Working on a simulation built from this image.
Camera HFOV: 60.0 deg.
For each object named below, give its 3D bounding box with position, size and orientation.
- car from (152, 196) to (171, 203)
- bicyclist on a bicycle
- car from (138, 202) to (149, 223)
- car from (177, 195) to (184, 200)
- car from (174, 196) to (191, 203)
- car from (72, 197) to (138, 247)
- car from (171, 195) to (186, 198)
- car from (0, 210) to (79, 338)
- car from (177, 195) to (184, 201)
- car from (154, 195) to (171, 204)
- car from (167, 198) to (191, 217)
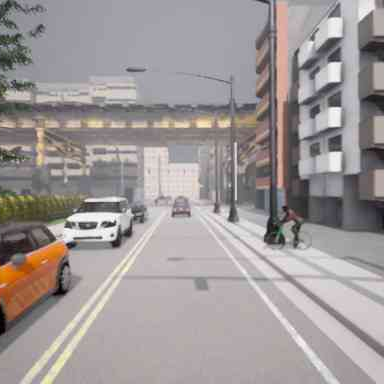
[{"bbox_3d":[-6.008,1.452,65.558,1.853,1.218,4.536,0,0,23],"label":"car"},{"bbox_3d":[3.487,1.294,11.926,1.656,1.620,0.582,-1,0,-2],"label":"bicyclist on a bicycle"},{"bbox_3d":[-4.497,1.569,25.981,2.128,1.511,4.902,0,0,-2],"label":"car"},{"bbox_3d":[-3.213,1.475,91.973,1.853,1.218,4.536,0,0,-2],"label":"car"},{"bbox_3d":[-1.879,1.419,65.404,1.853,1.218,4.536,0,0,-22],"label":"car"},{"bbox_3d":[-4.124,1.279,15.544,2.150,2.045,5.566,0,0,-2],"label":"car"},{"bbox_3d":[-1.858,1.576,65.356,2.038,1.542,4.974,0,0,-22],"label":"car"},{"bbox_3d":[-3.767,1.390,5.738,2.097,1.767,4.553,0,0,-2],"label":"car"},{"bbox_3d":[-3.209,1.632,91.921,2.038,1.542,4.974,0,0,-2],"label":"car"},{"bbox_3d":[-6.026,1.609,65.510,2.038,1.542,4.974,0,0,23],"label":"car"},{"bbox_3d":[-1.044,1.608,32.121,2.033,1.411,5.357,0,0,-2],"label":"car"}]
